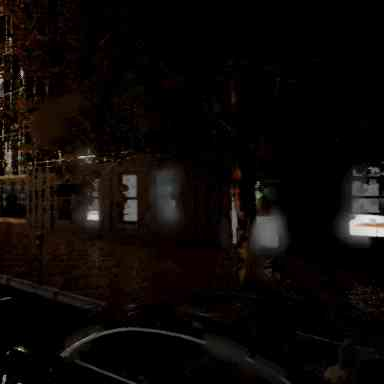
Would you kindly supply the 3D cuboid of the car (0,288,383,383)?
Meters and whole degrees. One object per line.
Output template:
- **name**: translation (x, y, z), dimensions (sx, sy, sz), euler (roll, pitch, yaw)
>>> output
- **car**: translation (0.053, 1.566, 2.837), dimensions (4.403, 1.369, 2.008), euler (-1, 0, 35)
